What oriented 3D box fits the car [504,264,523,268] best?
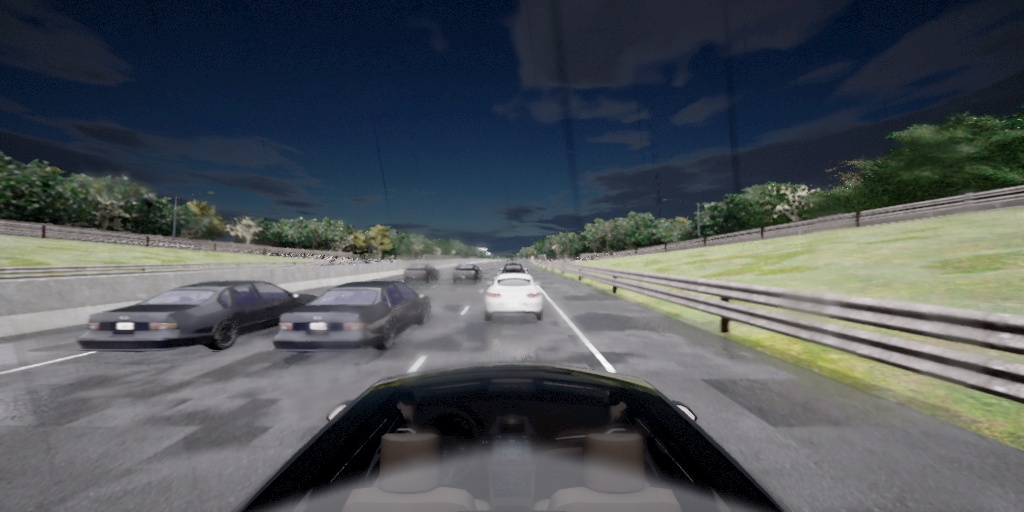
[{"bbox_3d":[0.126,1.323,27.899,1.837,1.490,4.892,0,0,1],"label":"car"}]

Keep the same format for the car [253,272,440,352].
[{"bbox_3d":[-3.454,1.316,8.950,2.033,1.411,5.357,0,0,1],"label":"car"}]

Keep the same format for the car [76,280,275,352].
[{"bbox_3d":[-6.952,1.316,8.979,2.033,1.411,5.357,0,0,1],"label":"car"}]

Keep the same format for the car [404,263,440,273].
[{"bbox_3d":[-6.875,1.308,27.731,2.128,1.511,4.902,0,0,1],"label":"car"}]

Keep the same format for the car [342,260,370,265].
[{"bbox_3d":[-20.932,1.349,49.371,1.882,1.535,5.008,0,0,1],"label":"car"}]

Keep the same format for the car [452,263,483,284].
[{"bbox_3d":[-3.376,1.308,27.743,2.128,1.511,4.902,0,0,1],"label":"car"}]

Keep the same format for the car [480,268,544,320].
[{"bbox_3d":[0.077,1.304,12.605,1.812,1.442,4.674,0,-1,0],"label":"car"}]

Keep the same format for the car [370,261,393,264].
[{"bbox_3d":[-17.436,1.397,49.396,1.812,1.442,4.674,0,0,1],"label":"car"}]

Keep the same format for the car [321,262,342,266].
[{"bbox_3d":[-24.427,1.472,49.440,1.895,1.301,4.718,0,0,1],"label":"car"}]
